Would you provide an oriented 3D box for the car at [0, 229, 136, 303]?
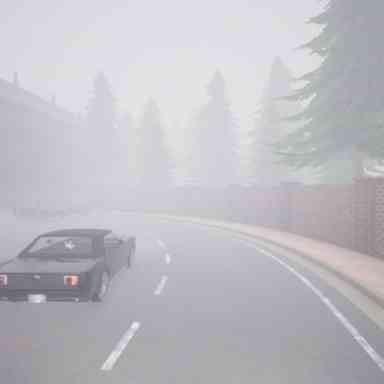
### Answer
[{"bbox_3d":[-2.628,1.539,7.982,1.895,1.301,4.718,0,0,1],"label":"car"}]

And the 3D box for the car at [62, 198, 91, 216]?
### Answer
[{"bbox_3d":[-10.806,1.282,28.508,4.892,1.490,1.837,0,0,31],"label":"car"}]

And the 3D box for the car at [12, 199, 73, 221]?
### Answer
[{"bbox_3d":[-11.481,1.402,25.064,4.718,1.301,1.895,0,0,34],"label":"car"}]
